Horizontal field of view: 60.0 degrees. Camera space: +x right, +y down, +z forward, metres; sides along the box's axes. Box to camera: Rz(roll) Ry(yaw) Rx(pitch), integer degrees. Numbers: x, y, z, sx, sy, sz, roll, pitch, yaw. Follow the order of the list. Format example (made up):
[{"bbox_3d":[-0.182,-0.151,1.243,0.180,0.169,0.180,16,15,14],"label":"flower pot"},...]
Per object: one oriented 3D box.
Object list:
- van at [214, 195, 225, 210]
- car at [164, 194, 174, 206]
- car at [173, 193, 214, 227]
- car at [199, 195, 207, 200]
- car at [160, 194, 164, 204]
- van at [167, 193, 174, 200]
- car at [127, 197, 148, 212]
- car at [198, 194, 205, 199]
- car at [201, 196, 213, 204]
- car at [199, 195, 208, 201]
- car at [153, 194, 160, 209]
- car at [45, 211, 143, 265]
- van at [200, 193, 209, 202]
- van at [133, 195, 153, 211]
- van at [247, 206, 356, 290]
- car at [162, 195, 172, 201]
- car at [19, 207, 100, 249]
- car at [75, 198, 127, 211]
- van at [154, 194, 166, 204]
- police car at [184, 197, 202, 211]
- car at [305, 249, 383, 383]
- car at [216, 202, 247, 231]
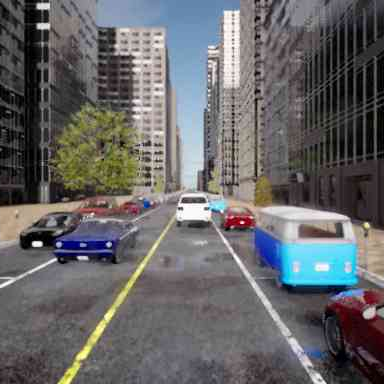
[{"bbox_3d":[2.693,1.267,37.075,1.690,1.788,3.998,0,0,0],"label":"van"},{"bbox_3d":[-3.069,1.437,52.168,2.033,1.411,5.357,0,0,0],"label":"car"},{"bbox_3d":[0.103,1.176,22.634,2.150,2.045,5.566,0,0,0],"label":"car"},{"bbox_3d":[2.697,1.356,82.425,1.947,1.339,4.313,0,0,0],"label":"car"},{"bbox_3d":[-5.687,1.339,48.412,1.967,1.590,4.097,0,0,0],"label":"car"},{"bbox_3d":[-5.683,1.110,88.092,1.690,1.788,3.998,0,0,0],"label":"van"},{"bbox_3d":[-5.688,1.483,31.407,1.887,1.381,4.507,0,0,0],"label":"car"},{"bbox_3d":[2.698,1.297,93.761,2.008,1.369,4.403,0,0,0],"label":"car"},{"bbox_3d":[2.695,1.433,59.751,1.947,1.339,4.313,0,0,0],"label":"car"},{"bbox_3d":[2.696,1.377,76.756,1.947,1.339,4.313,0,0,0],"label":"car"},{"bbox_3d":[-5.687,1.354,42.744,1.967,1.590,4.097,0,0,0],"label":"car"},{"bbox_3d":[-3.101,1.578,11.689,1.895,1.301,4.718,0,0,0],"label":"car"},{"bbox_3d":[2.696,1.171,71.087,1.690,1.788,3.998,0,0,0],"label":"van"},{"bbox_3d":[-5.688,1.267,37.076,1.690,1.788,3.998,0,0,0],"label":"van"},{"bbox_3d":[2.691,1.324,8.735,1.690,1.788,3.998,0,0,0],"label":"van"},{"bbox_3d":[-5.684,1.361,76.756,2.008,1.369,4.403,0,0,0],"label":"car"},{"bbox_3d":[-5.689,1.537,14.403,1.947,1.339,4.313,0,0,0],"label":"car"},{"bbox_3d":[-5.689,1.275,20.071,2.192,1.841,5.009,0,0,0],"label":"car"},{"bbox_3d":[-5.685,1.208,59.750,1.690,1.788,3.998,0,0,0],"label":"van"},{"bbox_3d":[0.103,1.422,41.317,2.038,1.542,4.974,0,0,0],"label":"police car"},{"bbox_3d":[2.690,1.576,3.067,1.802,1.307,4.206,0,0,0],"label":"car"},{"bbox_3d":[2.691,1.505,20.071,1.887,1.381,4.507,0,0,0],"label":"car"}]
